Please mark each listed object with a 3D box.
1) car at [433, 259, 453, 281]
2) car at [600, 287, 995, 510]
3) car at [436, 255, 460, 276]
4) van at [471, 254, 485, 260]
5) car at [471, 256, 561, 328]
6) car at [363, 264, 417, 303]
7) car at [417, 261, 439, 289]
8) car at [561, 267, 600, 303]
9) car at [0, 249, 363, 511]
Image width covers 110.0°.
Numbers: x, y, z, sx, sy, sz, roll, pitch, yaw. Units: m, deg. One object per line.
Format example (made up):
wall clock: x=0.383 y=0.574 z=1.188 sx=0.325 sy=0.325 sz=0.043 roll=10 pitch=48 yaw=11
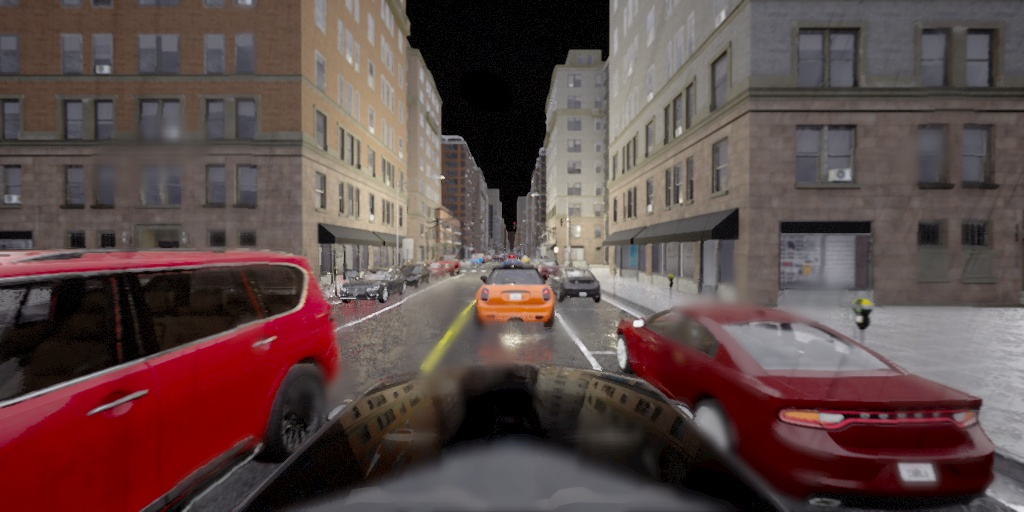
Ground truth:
car: x=-5.858 y=1.105 z=26.667 sx=1.802 sy=1.307 sz=4.207 roll=0 pitch=0 yaw=0
car: x=2.668 y=1.269 z=4.592 sx=1.888 sy=1.381 sz=4.507 roll=0 pitch=0 yaw=0
car: x=-5.858 y=0.787 z=32.190 sx=2.192 sy=1.841 sz=5.009 roll=0 pitch=0 yaw=0
van: x=-5.857 y=0.564 z=59.136 sx=1.690 sy=1.789 sz=3.998 roll=0 pitch=0 yaw=0
car: x=0.064 y=1.018 z=11.158 sx=2.097 sy=1.767 sz=4.553 roll=0 pitch=1 yaw=-1
car: x=-5.858 y=1.175 z=15.619 sx=2.007 sy=1.370 sz=4.403 roll=0 pitch=0 yaw=0
car: x=-5.857 y=1.140 z=21.143 sx=1.948 sy=1.339 sz=4.313 roll=0 pitch=0 yaw=0
car: x=2.668 y=1.175 z=15.642 sx=2.007 sy=1.370 sz=4.403 roll=0 pitch=0 yaw=0
car: x=-3.101 y=0.969 z=1.995 sx=2.150 sy=2.045 sz=5.566 roll=0 pitch=1 yaw=0
